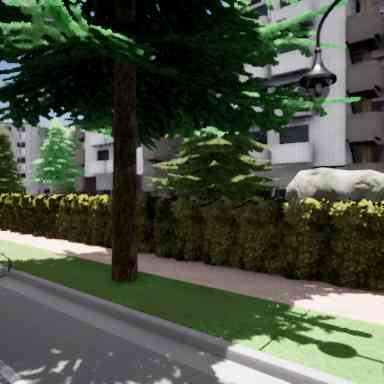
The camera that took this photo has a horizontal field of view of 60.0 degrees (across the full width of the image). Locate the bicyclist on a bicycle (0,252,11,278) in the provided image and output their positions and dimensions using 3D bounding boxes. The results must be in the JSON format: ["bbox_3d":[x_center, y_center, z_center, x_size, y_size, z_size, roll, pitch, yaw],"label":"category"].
[{"bbox_3d":[-5.174,1.381,7.919,0.582,1.620,1.656,0,0,40],"label":"bicyclist on a bicycle"}]
